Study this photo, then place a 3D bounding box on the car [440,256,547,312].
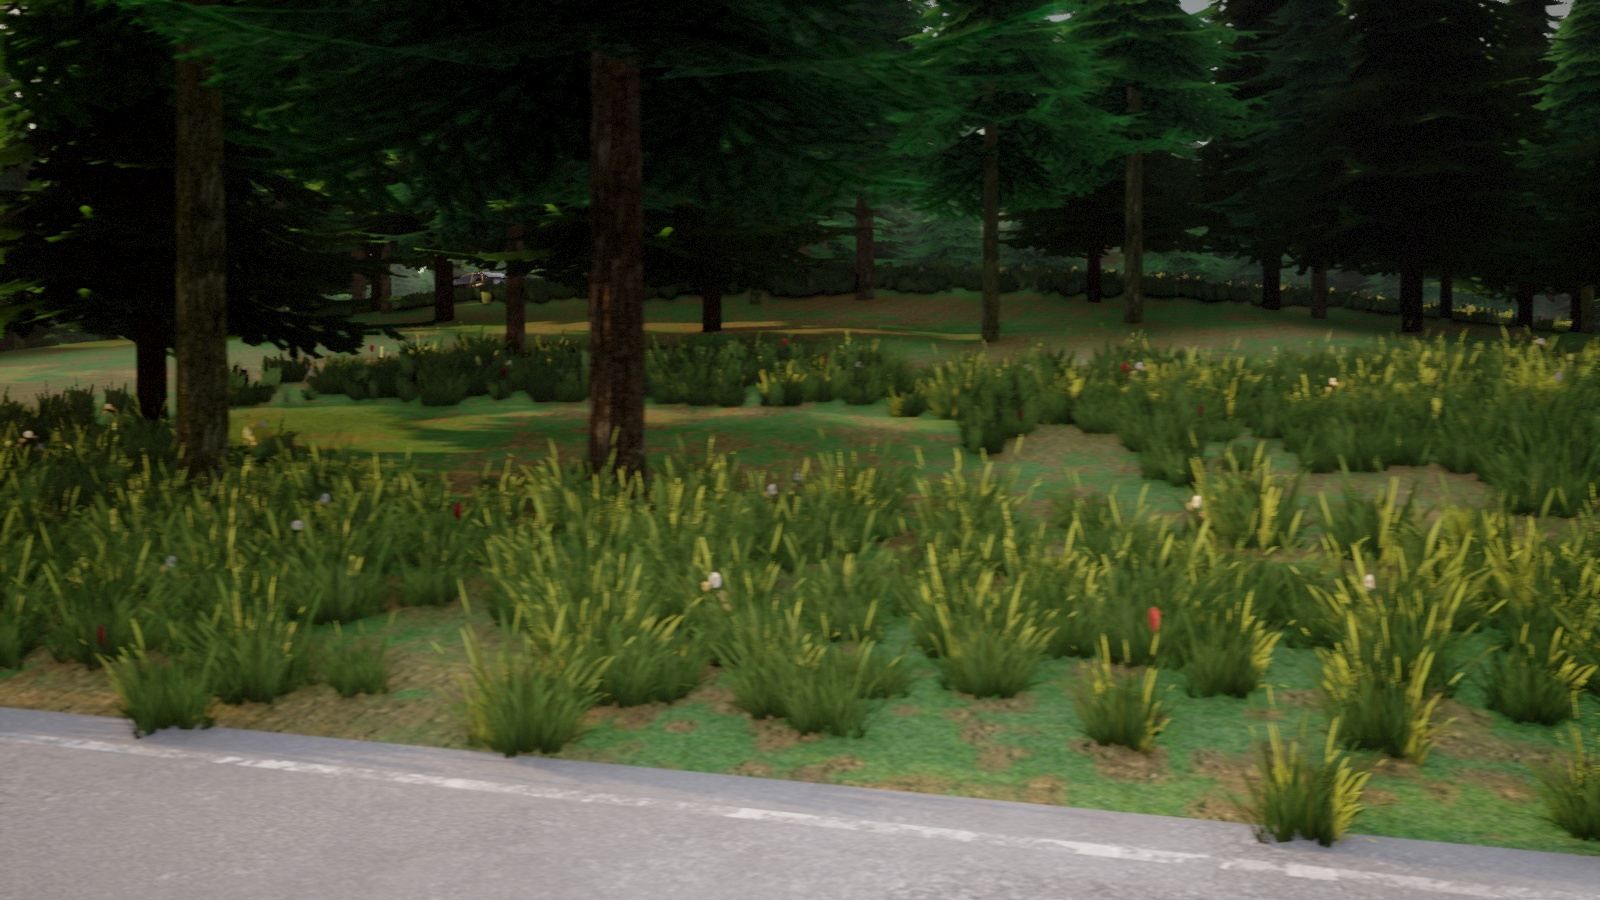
[{"bbox_3d":[-13.442,-7.205,54.947,4.611,1.667,2.242,-4,-2,41],"label":"car"}]
